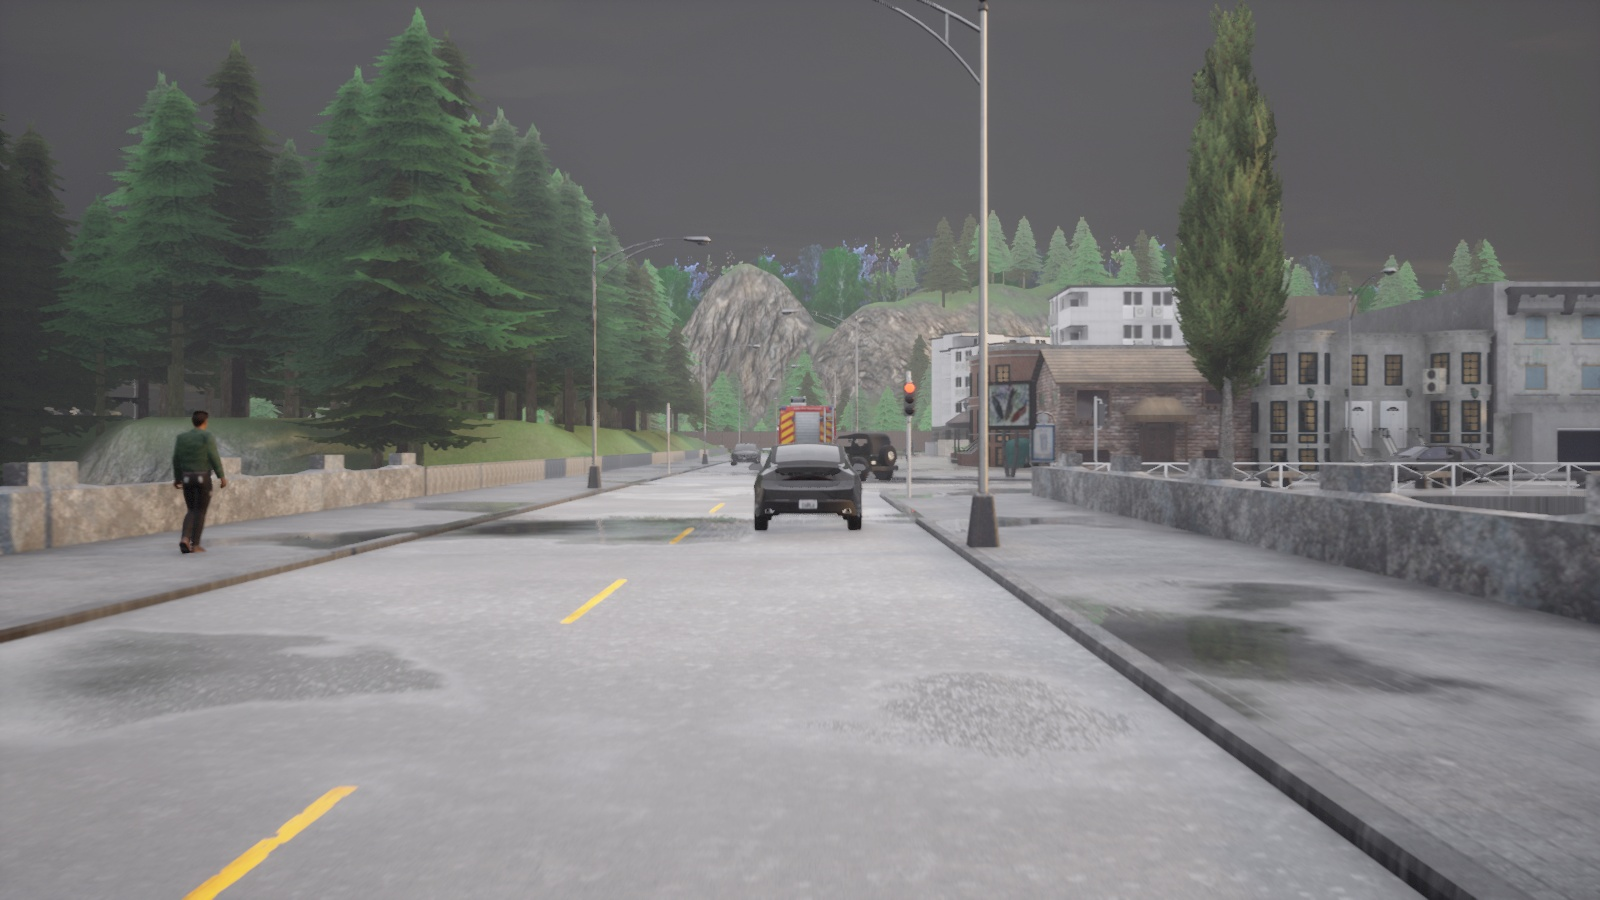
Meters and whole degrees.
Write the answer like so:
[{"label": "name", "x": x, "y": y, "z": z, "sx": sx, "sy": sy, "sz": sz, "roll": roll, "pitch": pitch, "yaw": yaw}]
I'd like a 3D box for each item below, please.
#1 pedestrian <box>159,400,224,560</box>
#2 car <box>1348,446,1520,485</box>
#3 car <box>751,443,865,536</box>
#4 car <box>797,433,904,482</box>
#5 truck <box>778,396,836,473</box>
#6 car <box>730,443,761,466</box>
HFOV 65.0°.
[{"label": "pedestrian", "x": -7.606, "y": 0.362, "z": 15.715, "sx": 0.423, "sy": 1.949, "sz": 0.788, "roll": 0, "pitch": 0, "yaw": 1}, {"label": "car", "x": 23.475, "y": 0.550, "z": 46.627, "sx": 5.357, "sy": 1.411, "sz": 2.033, "roll": 0, "pitch": 0, "yaw": 0}, {"label": "car", "x": 0.136, "y": 0.623, "z": 22.726, "sx": 1.837, "sy": 1.490, "sz": 4.892, "roll": 0, "pitch": 0, "yaw": 0}, {"label": "car", "x": 1.944, "y": 0.265, "z": 49.247, "sx": 3.866, "sy": 1.878, "sz": 1.905, "roll": 0, "pitch": 1, "yaw": 41}, {"label": "truck", "x": 0.337, "y": -0.792, "z": 66.332, "sx": 2.891, "sy": 3.827, "sz": 8.468, "roll": 0, "pitch": 0, "yaw": 0}, {"label": "car", "x": -3.553, "y": 0.284, "z": 82.498, "sx": 1.837, "sy": 1.490, "sz": 4.892, "roll": 0, "pitch": 0, "yaw": 0}]
